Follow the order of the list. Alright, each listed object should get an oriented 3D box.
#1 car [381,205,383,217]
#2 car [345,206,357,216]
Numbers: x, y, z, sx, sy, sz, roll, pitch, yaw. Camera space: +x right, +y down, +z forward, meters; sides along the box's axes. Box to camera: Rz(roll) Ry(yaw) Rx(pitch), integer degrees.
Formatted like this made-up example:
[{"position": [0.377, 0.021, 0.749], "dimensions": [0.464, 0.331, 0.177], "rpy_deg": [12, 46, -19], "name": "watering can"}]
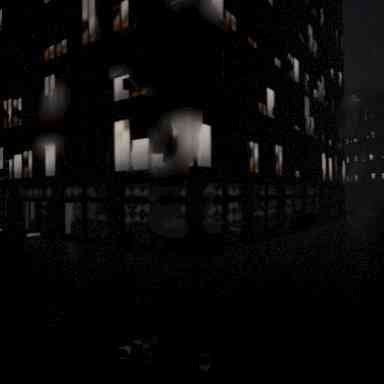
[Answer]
[{"position": [19.212, 1.782, 29.817], "dimensions": [2.192, 1.841, 5.009], "rpy_deg": [-1, -1, -5], "name": "car"}, {"position": [18.252, 2.165, 40.672], "dimensions": [1.752, 1.417, 4.829], "rpy_deg": [-1, -1, -5], "name": "car"}]
